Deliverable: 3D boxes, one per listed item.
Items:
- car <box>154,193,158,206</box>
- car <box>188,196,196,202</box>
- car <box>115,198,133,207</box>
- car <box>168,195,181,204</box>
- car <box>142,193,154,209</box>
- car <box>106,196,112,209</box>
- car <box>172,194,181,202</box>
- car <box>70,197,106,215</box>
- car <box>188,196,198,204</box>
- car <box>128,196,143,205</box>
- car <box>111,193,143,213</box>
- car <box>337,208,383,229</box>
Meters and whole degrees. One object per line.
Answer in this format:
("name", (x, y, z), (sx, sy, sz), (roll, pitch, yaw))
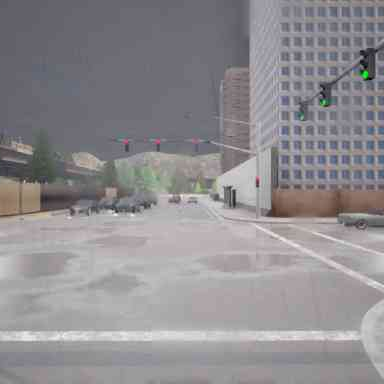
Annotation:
("car", (-7.057, 1.221, 56.929), (2.150, 2.045, 5.566), (0, 0, 0))
("car", (0.010, 1.595, 74.828), (1.895, 1.301, 4.718), (0, 0, 0))
("car", (-10.581, 1.601, 51.907), (1.895, 1.301, 4.718), (0, 0, 0))
("car", (-3.492, 1.601, 64.257), (1.895, 1.301, 4.718), (0, 0, 0))
("car", (-7.078, 1.221, 46.200), (2.150, 2.045, 5.566), (0, 0, 0))
("car", (-10.586, 1.352, 42.113), (2.097, 1.767, 4.553), (0, 0, 0))
("car", (-3.491, 1.305, 74.449), (1.882, 1.535, 5.008), (0, 0, 0))
("car", (-10.599, 1.492, 33.217), (2.128, 1.511, 4.902), (0, 0, 1))
("car", (0.104, 1.601, 64.586), (1.895, 1.301, 4.718), (0, 0, 0))
("car", (-10.551, 1.478, 62.126), (1.882, 1.535, 5.008), (0, 0, 0))
("car", (-7.083, 1.352, 36.764), (2.097, 1.767, 4.553), (0, 0, 0))
("car", (11.856, 1.656, 21.162), (4.718, 1.301, 1.895), (0, 0, 0))
